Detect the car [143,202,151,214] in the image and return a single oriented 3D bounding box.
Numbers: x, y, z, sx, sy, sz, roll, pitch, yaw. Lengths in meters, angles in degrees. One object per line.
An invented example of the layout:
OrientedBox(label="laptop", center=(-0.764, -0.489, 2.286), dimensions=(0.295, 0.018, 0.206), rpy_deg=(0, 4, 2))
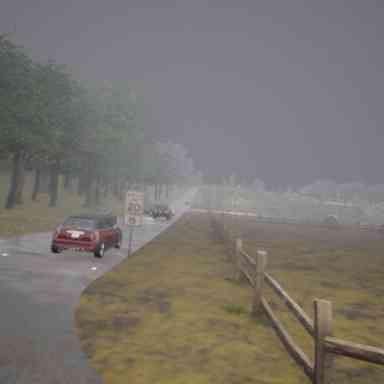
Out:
OrientedBox(label="car", center=(-6.705, 2.531, 49.735), dimensions=(2.150, 2.045, 5.566), rpy_deg=(6, -1, 2))

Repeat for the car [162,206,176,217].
OrientedBox(label="car", center=(-3.837, 3.239, 56.486), dimensions=(1.812, 1.442, 4.674), rpy_deg=(6, -1, 1))

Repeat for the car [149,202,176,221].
OrientedBox(label="car", center=(-3.999, 2.724, 45.764), dimensions=(2.150, 2.045, 5.566), rpy_deg=(6, -1, 2))

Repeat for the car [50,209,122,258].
OrientedBox(label="car", center=(-4.700, 1.858, 15.617), dimensions=(2.097, 1.767, 4.553), rpy_deg=(6, -2, 1))

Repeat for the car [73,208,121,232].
OrientedBox(label="car", center=(-7.329, 2.121, 26.313), dimensions=(2.128, 1.511, 4.902), rpy_deg=(6, -2, 1))
